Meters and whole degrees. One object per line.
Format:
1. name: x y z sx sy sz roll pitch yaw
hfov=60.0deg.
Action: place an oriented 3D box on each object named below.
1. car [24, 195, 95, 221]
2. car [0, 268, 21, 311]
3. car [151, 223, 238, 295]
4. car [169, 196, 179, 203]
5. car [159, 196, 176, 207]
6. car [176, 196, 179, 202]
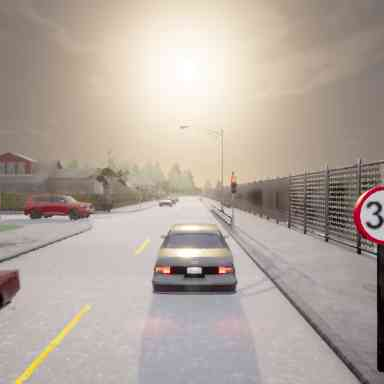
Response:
1. car: -10.803 1.223 27.212 5.566 2.045 2.150 0 0 7
2. car: -4.063 1.601 3.820 1.895 1.301 4.718 0 0 1
3. car: 0.071 1.547 8.880 2.033 1.411 5.357 0 0 1
4. car: -3.860 1.553 71.571 1.994 1.385 4.181 0 0 0
5. car: -3.995 1.547 51.723 2.033 1.411 5.357 0 0 0
6. car: -3.943 1.478 61.567 1.882 1.535 5.008 0 0 0
